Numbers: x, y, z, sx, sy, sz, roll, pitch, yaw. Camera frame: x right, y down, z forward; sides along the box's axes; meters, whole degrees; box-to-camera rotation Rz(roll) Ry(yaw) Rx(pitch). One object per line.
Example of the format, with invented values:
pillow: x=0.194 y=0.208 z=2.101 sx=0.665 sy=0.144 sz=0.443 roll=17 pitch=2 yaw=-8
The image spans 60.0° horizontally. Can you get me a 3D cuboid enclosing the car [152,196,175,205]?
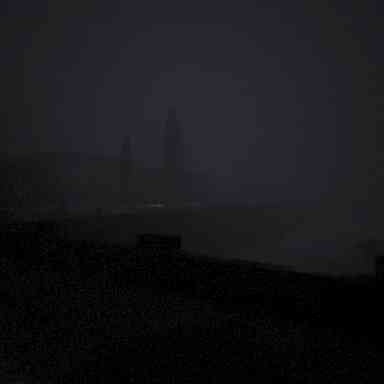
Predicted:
car: x=-4.949 y=1.448 z=58.012 sx=1.837 sy=1.490 sz=4.892 roll=0 pitch=0 yaw=36
